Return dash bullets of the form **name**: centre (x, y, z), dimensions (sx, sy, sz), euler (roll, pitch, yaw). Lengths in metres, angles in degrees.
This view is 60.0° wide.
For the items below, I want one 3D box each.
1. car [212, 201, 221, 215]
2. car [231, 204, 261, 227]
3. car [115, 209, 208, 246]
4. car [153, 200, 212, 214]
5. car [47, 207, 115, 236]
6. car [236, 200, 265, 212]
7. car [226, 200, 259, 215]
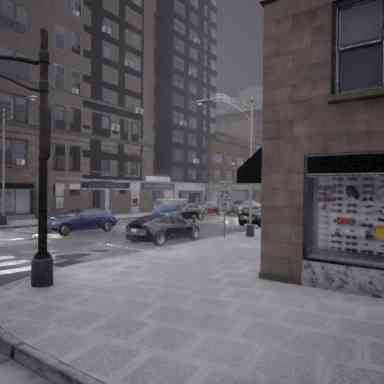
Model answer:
- **car**: centre (1.369, 1.646, 34.826), dimensions (1.967, 1.590, 4.097), euler (0, 0, 36)
- **car**: centre (5.066, 1.851, 25.380), dimensions (1.947, 1.339, 4.313), euler (0, 0, 36)
- **car**: centre (-1.364, 1.765, 16.464), dimensions (1.947, 1.339, 4.313), euler (0, 0, 36)
- **car**: centre (-0.740, 1.678, 27.503), dimensions (2.128, 1.511, 4.902), euler (1, 0, 35)
- **car**: centre (-6.503, 1.634, 19.508), dimensions (1.812, 1.442, 4.674), euler (1, 0, 37)
- **car**: centre (7.698, 1.825, 43.604), dimensions (1.752, 1.417, 4.829), euler (0, 0, 36)
- **car**: centre (5.430, 1.624, 36.035), dimensions (2.097, 1.767, 4.553), euler (1, 0, 36)
